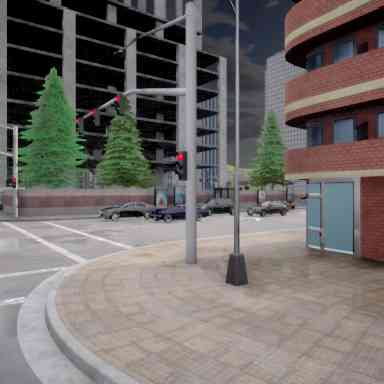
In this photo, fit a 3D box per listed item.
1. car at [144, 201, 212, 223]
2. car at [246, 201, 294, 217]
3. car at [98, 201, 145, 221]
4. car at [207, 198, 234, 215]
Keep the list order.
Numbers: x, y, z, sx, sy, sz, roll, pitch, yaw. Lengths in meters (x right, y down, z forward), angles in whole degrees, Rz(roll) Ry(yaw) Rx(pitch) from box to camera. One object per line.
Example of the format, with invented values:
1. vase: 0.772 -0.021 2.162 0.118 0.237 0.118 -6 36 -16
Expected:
1. car: -1.021 1.656 26.332 4.718 1.301 1.895 0 0 -35
2. car: 7.364 1.581 32.248 4.674 1.442 1.812 0 0 -35
3. car: -5.283 1.547 27.608 4.902 1.511 2.128 0 0 -35
4. car: 2.207 1.407 32.896 4.553 1.767 2.097 0 0 -35
